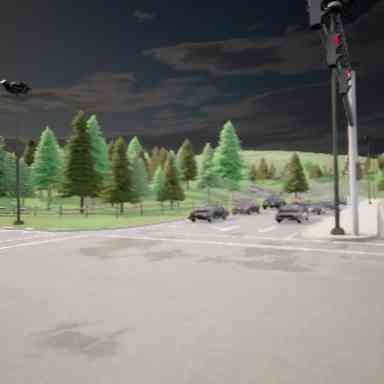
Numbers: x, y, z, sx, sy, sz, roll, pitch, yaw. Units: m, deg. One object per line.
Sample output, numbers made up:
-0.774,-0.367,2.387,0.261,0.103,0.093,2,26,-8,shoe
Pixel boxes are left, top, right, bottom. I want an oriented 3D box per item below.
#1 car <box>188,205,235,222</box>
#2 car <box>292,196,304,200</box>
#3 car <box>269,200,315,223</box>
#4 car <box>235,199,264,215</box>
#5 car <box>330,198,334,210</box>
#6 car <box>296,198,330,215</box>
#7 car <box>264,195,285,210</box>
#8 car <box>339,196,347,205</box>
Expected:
1.631,1.836,29.390,2.033,1.411,5.357,-2,-1,29,car
19.618,1.598,61.429,2.097,1.767,4.553,-2,-1,30,car
8.188,1.664,26.786,2.033,1.411,5.357,-2,-1,29,car
6.085,1.631,37.421,2.097,1.767,4.553,-2,-1,29,car
17.979,1.622,44.393,1.812,1.442,4.674,-2,-1,29,car
12.909,1.598,35.279,2.128,1.511,4.902,-2,-1,30,car
11.828,1.490,47.755,2.150,2.045,5.566,-2,-1,29,car
25.825,1.426,58.180,2.097,1.767,4.553,-2,-1,30,car
